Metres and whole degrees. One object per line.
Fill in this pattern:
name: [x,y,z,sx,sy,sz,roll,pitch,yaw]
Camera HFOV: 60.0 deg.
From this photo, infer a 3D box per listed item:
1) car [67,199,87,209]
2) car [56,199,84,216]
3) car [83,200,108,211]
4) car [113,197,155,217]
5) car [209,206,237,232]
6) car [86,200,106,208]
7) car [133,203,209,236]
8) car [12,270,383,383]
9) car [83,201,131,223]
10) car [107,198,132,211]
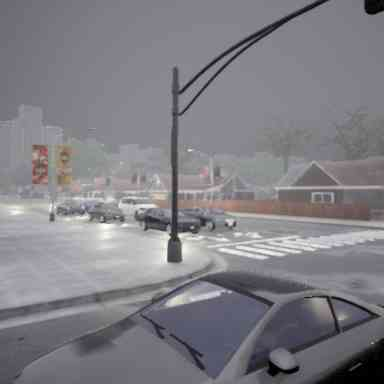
car: [-19.517,1.952,56.506,1.882,1.535,5.008,1,-1,-36]
car: [-13.313,1.661,36.517,2.097,1.767,4.553,1,-1,-35]
car: [-14.483,1.917,49.538,2.128,1.511,4.902,1,-1,-35]
car: [-4.829,1.494,30.222,2.150,2.045,5.566,1,-1,-36]
car: [0.923,1.702,22.186,2.128,1.511,4.902,1,-1,-36]
car: [-16.875,2.063,58.397,1.994,1.385,4.181,1,-1,-36]
car: [-1.426,1.660,19.878,1.882,1.535,5.008,1,-1,-36]
car: [0.462,1.582,3.280,4.181,1.385,1.994,1,0,-36]
car: [-7.232,1.750,27.999,1.837,1.490,4.892,1,-1,-36]
car: [-11.015,1.794,50.211,2.097,1.767,4.553,1,-1,-36]
